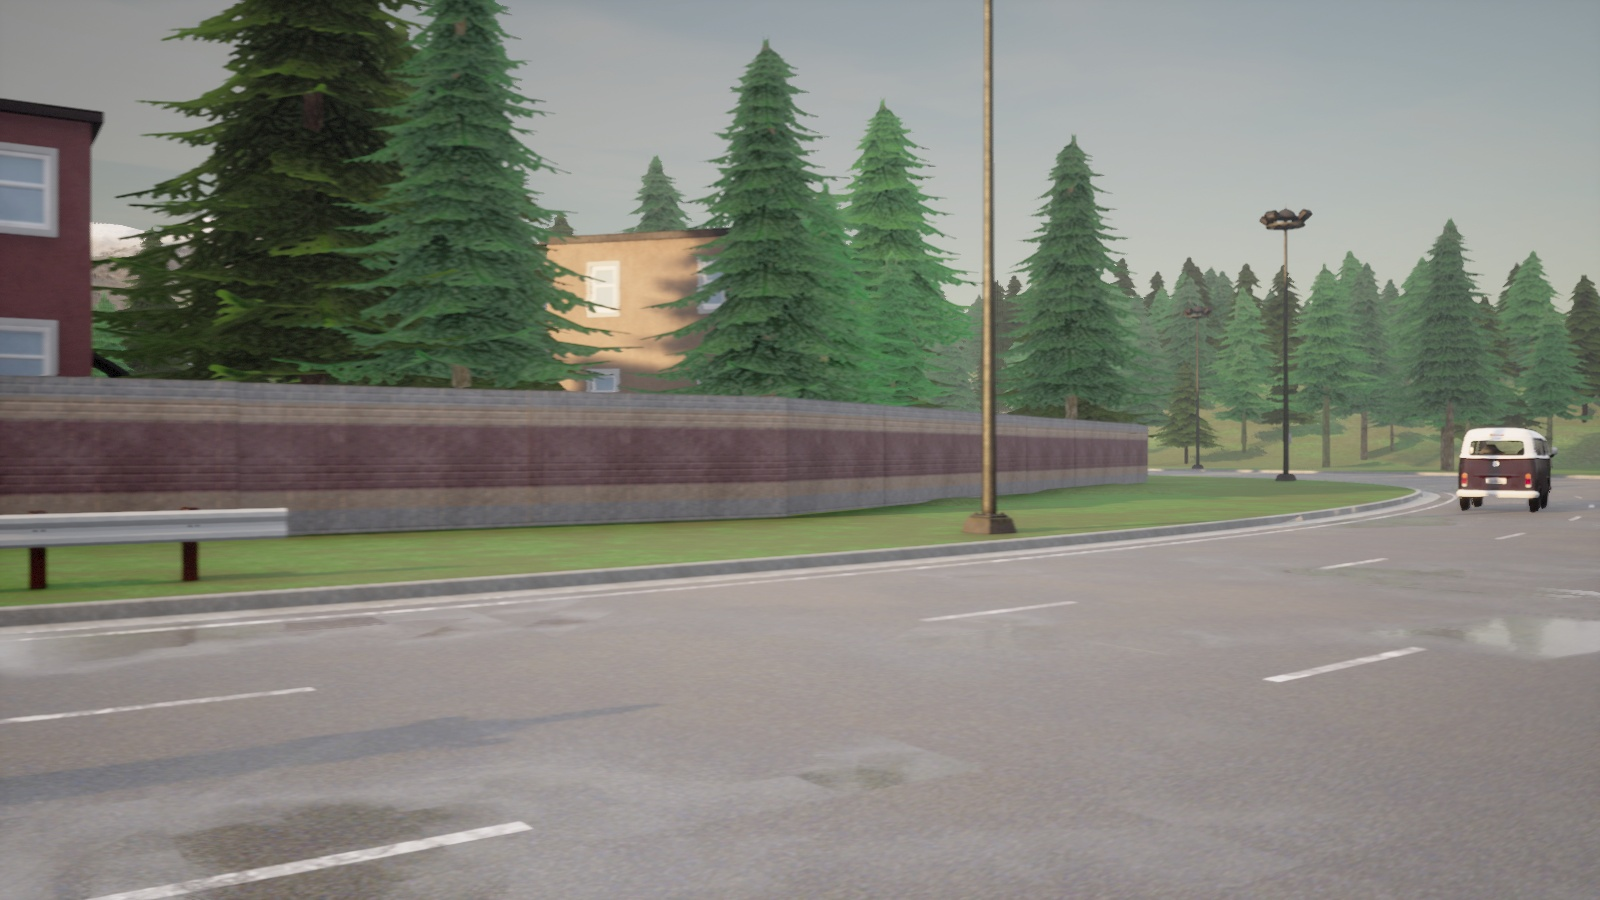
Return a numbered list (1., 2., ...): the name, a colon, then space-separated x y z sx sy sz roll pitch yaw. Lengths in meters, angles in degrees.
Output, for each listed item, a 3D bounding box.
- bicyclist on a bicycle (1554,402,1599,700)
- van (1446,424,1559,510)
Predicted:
1. bicyclist on a bicycle: 5.530 0.592 7.987 1.843 1.776 0.659 -1 0 -39
2. van: 17.893 0.395 31.869 2.069 2.038 4.480 0 0 35
